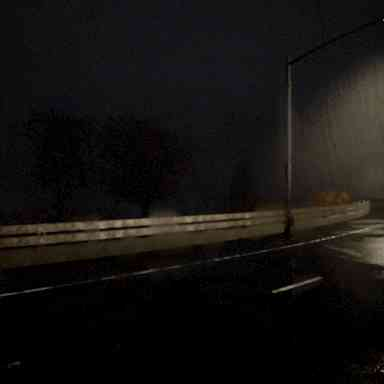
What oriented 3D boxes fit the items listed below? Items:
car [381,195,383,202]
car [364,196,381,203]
[{"bbox_3d":[41.892,1.734,71.533,2.128,1.511,4.902,0,0,9],"label":"car"},{"bbox_3d":[38.455,1.805,72.199,1.895,1.301,4.718,0,0,9],"label":"car"}]
